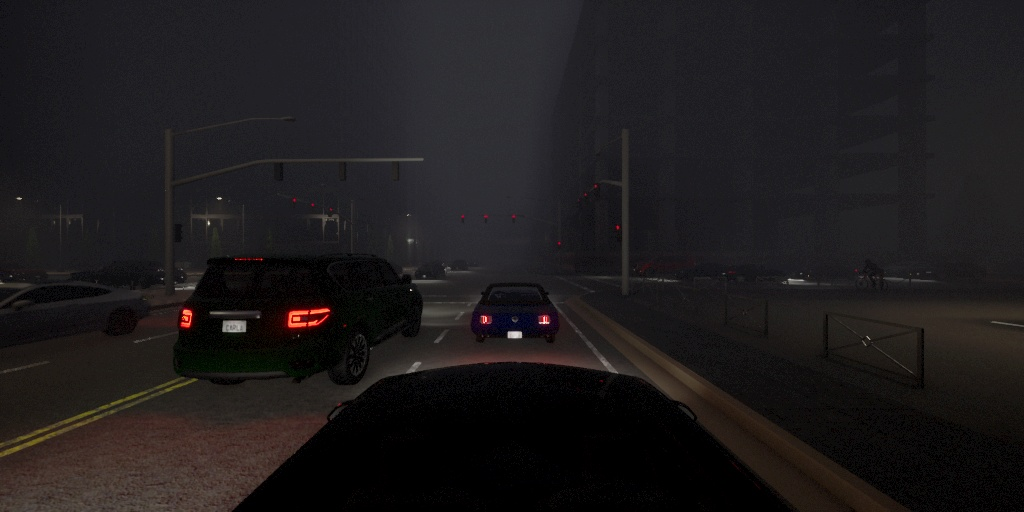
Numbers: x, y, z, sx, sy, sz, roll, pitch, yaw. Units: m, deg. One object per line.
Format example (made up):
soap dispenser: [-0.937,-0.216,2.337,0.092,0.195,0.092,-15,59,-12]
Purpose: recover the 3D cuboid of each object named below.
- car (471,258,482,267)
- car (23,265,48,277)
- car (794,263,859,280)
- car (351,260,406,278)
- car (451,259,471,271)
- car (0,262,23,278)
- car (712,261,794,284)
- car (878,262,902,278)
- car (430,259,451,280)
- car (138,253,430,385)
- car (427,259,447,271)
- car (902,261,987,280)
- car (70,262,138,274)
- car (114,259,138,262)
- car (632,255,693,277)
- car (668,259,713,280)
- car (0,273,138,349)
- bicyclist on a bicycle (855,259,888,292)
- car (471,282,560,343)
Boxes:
car: [-7.059,1.228,64.391,1.882,1.535,5.008,0,0,0]
car: [-35.770,1.172,25.169,5.008,1.535,1.882,0,0,0]
car: [25.615,1.258,29.318,4.181,1.385,1.994,0,0,0]
car: [-12.956,1.202,35.132,1.882,1.535,5.008,1,0,28]
car: [-7.098,1.251,48.549,1.837,1.490,4.892,0,1,0]
car: [-33.225,1.220,21.647,4.674,1.442,1.812,0,0,0]
car: [17.122,1.258,25.595,4.181,1.385,1.994,0,0,0]
car: [36.420,1.220,32.838,4.674,1.442,1.812,0,0,0]
car: [-7.101,1.268,31.719,2.033,1.411,5.357,0,0,0]
car: [-3.438,0.971,7.152,2.150,2.045,5.566,0,0,0]
car: [-10.596,1.254,50.762,1.837,1.490,4.892,0,0,0]
car: [35.607,1.198,29.339,4.892,1.490,1.837,0,0,0]
car: [-23.144,1.242,21.619,5.357,1.411,2.033,0,0,-4]
car: [-25.675,1.046,25.135,4.553,1.767,2.097,0,0,0]
car: [13.934,0.917,32.780,5.566,2.045,2.150,0,0,0]
car: [15.651,1.220,29.263,4.674,1.442,1.812,0,0,0]
car: [-10.600,1.276,7.674,1.812,1.442,4.674,0,0,0]
bicyclist on a bicycle: [18.331,0.998,18.310,0.582,1.620,1.656,0,0,0]
car: [0.080,1.351,9.666,1.895,1.301,4.718,0,0,0]
